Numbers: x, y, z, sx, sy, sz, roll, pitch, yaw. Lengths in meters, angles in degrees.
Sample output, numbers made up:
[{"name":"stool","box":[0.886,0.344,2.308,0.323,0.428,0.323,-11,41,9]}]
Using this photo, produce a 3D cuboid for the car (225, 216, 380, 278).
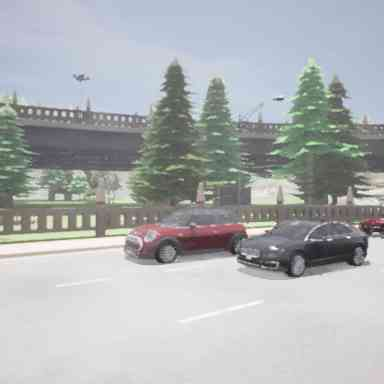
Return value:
[{"name":"car","box":[3.624,1.617,10.546,4.892,1.490,1.837,1,-1,-33]}]

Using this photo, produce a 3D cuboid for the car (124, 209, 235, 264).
[{"name":"car","box":[-0.124,1.433,12.179,4.553,1.767,2.097,1,0,-32]}]

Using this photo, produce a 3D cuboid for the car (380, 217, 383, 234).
[{"name":"car","box":[12.013,1.862,19.146,4.718,1.301,1.895,1,0,-21]}]
